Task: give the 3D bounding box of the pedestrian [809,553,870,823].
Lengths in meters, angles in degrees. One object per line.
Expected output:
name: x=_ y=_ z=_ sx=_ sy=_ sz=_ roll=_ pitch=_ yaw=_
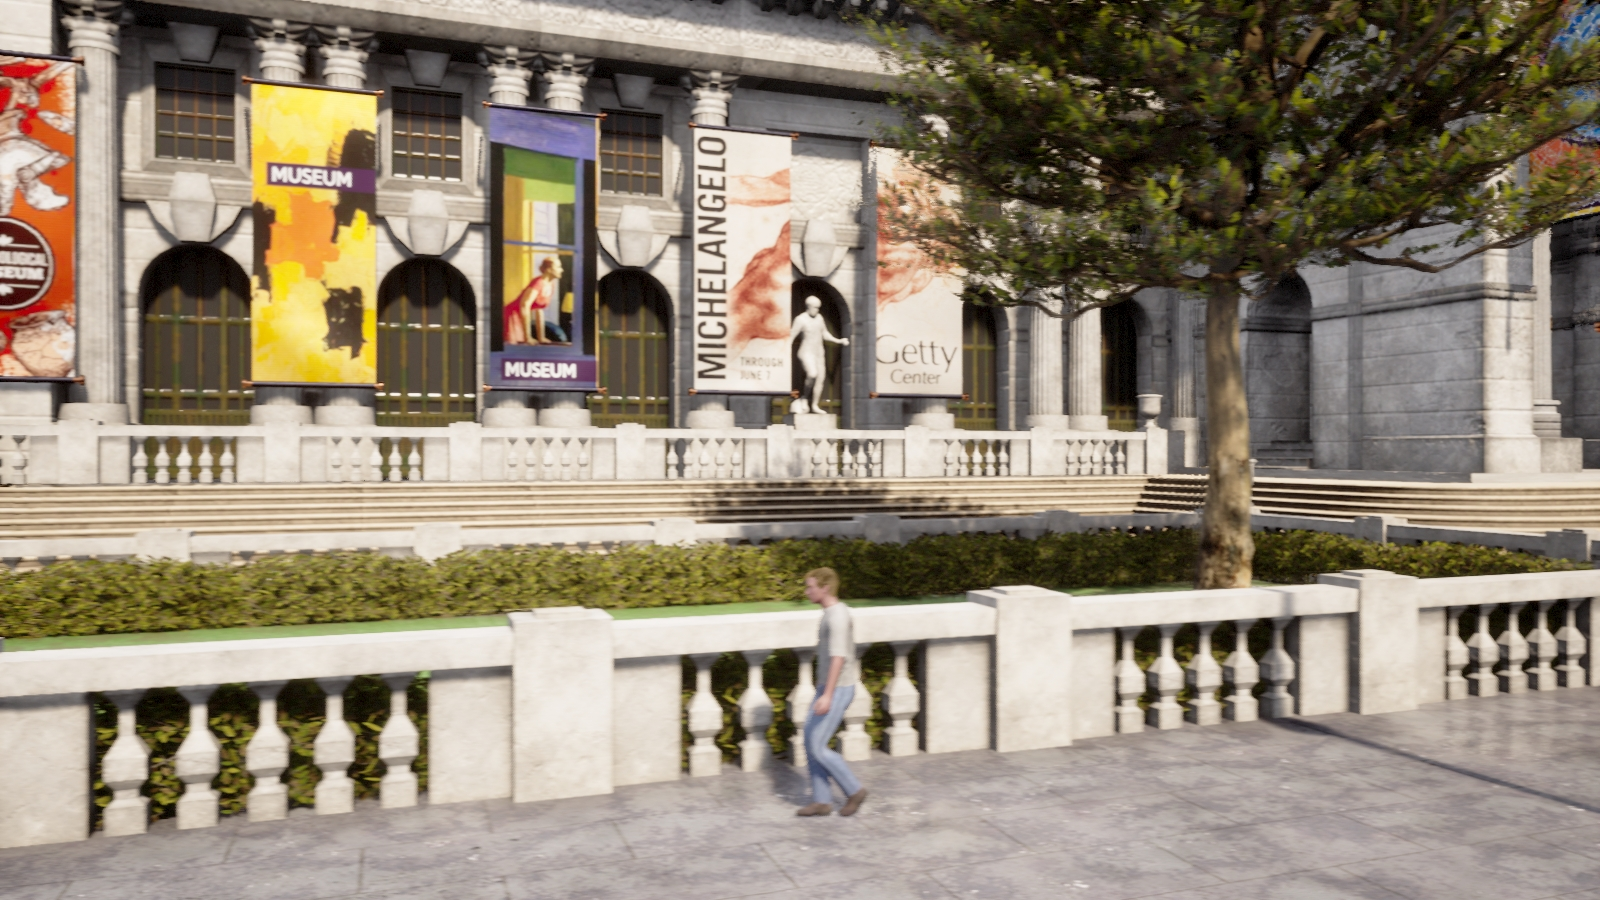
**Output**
pedestrian: x=0.281 y=1.698 z=8.263 sx=0.375 sy=1.860 sz=0.375 roll=0 pitch=0 yaw=-9
